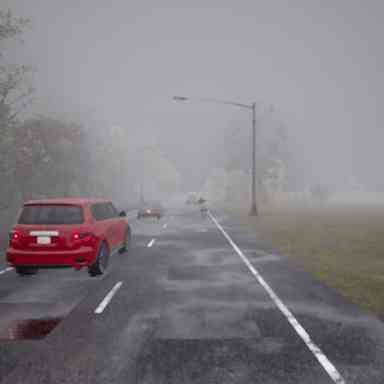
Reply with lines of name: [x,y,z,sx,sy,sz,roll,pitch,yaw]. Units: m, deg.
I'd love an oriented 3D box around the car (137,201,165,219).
car: [-3.417,1.486,28.273,1.994,1.385,4.181,0,0,0]

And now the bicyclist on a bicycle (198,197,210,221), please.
bicyclist on a bicycle: [0.926,1.367,25.200,0.866,1.612,1.509,0,0,0]

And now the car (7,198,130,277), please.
car: [-3.406,1.193,10.327,2.150,2.045,5.566,0,0,0]

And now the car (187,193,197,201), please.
car: [-0.040,1.155,74.642,2.097,1.767,4.553,0,0,0]

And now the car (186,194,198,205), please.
car: [0.043,1.412,56.431,1.994,1.385,4.181,0,0,0]
